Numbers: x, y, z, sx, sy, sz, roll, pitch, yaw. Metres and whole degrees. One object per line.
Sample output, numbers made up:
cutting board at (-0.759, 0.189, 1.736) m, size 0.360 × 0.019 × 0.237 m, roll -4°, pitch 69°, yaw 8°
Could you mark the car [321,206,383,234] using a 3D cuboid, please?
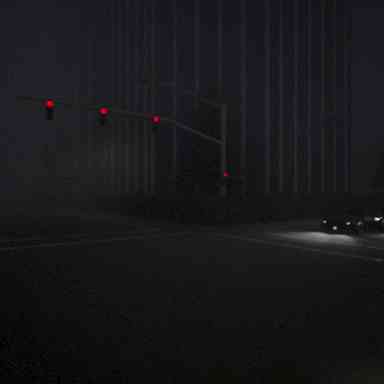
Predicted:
car at (9.824, 1.563, 19.641) m, size 5.357 × 1.411 × 2.033 m, roll 0°, pitch 0°, yaw -38°
